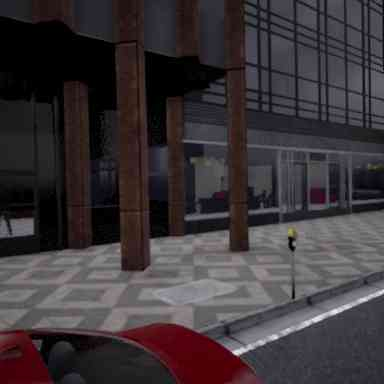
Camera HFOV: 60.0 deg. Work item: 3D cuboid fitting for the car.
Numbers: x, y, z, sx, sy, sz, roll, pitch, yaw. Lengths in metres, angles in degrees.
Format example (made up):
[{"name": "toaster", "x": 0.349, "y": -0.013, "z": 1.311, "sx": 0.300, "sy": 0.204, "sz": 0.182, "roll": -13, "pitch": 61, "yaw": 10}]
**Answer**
[{"name": "car", "x": -1.588, "y": 1.559, "z": 1.402, "sx": 4.507, "sy": 1.381, "sz": 1.887, "roll": -2, "pitch": 1, "yaw": -35}]
